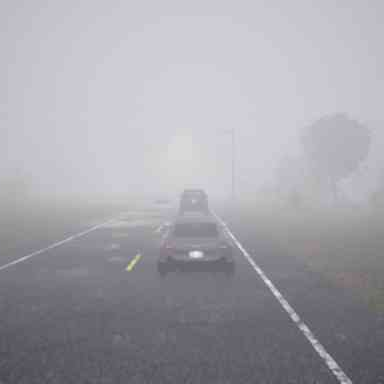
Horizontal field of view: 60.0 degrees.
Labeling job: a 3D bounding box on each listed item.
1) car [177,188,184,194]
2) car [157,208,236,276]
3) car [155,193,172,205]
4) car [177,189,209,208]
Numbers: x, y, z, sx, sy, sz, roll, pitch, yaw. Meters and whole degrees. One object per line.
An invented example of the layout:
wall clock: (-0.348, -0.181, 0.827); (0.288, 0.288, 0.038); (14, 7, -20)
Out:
car: (-3.192, -0.220, 91.166); (1.882, 1.535, 5.008); (0, 1, 0)
car: (0.108, 1.389, 9.769); (1.994, 1.385, 4.181); (0, 1, 0)
car: (-3.473, 0.829, 41.036); (2.033, 1.411, 5.357); (0, 1, 0)
car: (0.162, 0.757, 26.182); (2.150, 2.045, 5.566); (0, 1, 0)
